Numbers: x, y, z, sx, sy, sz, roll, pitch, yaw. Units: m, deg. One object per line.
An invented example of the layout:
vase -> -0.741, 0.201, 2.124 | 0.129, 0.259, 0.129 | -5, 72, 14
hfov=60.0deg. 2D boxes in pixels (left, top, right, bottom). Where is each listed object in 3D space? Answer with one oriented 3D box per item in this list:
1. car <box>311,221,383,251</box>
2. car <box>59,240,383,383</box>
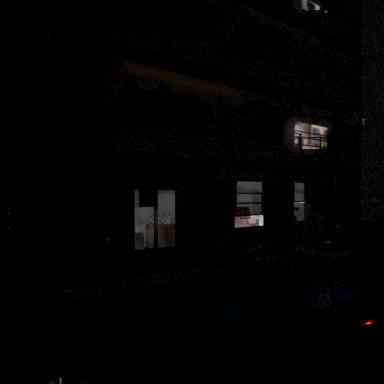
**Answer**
car -> 5.055, 1.582, 10.245 | 4.206, 1.307, 1.802 | 0, 0, -36
car -> 0.708, 1.564, 3.887 | 4.181, 1.385, 1.994 | 0, 0, -36
